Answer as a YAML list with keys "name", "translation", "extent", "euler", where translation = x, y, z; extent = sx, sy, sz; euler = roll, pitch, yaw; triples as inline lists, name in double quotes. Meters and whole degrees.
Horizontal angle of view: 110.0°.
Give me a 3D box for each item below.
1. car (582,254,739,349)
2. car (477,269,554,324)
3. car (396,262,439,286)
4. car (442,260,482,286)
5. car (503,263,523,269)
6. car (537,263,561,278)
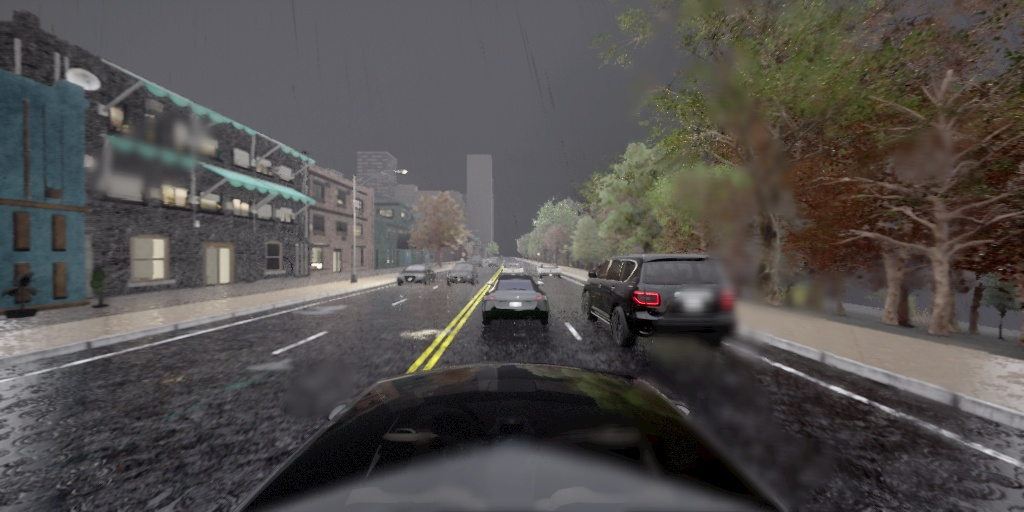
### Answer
- name: "car"
  translation: [3.350, 0.970, 9.293]
  extent: [2.150, 2.045, 5.566]
  euler: [0, 0, 0]
- name: "car"
  translation: [0.100, 1.312, 11.978]
  extent: [1.994, 1.385, 4.181]
  euler: [0, 0, 0]
- name: "car"
  translation: [-6.598, 1.309, 25.191]
  extent: [1.994, 1.385, 4.181]
  euler: [0, 0, 0]
- name: "car"
  translation: [-3.348, 1.250, 25.037]
  extent: [1.837, 1.490, 4.892]
  euler: [0, 0, 0]
- name: "car"
  translation: [0.099, 1.344, 33.317]
  extent: [1.895, 1.301, 4.718]
  euler: [0, 0, 0]
- name: "car"
  translation: [3.350, 1.344, 33.286]
  extent: [1.895, 1.301, 4.718]
  euler: [0, 0, 0]
